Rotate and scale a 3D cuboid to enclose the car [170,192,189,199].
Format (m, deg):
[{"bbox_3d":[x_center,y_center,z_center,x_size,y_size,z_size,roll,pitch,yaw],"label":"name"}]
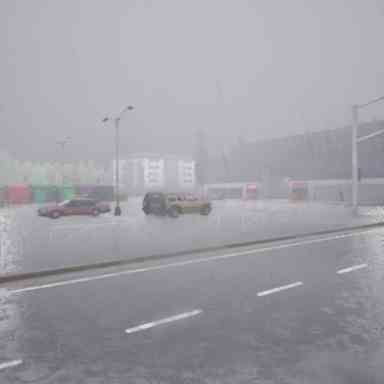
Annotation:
[{"bbox_3d":[-2.755,0.837,72.669,1.812,1.442,4.674,-1,1,-34],"label":"car"}]

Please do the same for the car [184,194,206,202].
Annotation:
[{"bbox_3d":[0.506,1.053,61.612,1.895,1.301,4.718,-1,1,-33],"label":"car"}]

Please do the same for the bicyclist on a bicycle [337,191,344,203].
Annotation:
[{"bbox_3d":[20.498,0.650,45.844,1.656,1.620,0.582,-1,1,-34],"label":"bicyclist on a bicycle"}]

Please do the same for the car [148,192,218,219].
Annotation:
[{"bbox_3d":[-0.615,0.942,24.987,4.605,1.855,1.932,-1,1,-35],"label":"car"}]

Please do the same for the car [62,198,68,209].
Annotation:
[{"bbox_3d":[-15.275,1.181,45.745,3.806,1.475,1.970,-1,1,-35],"label":"car"}]

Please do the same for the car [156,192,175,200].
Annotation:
[{"bbox_3d":[-5.662,0.843,70.719,1.882,1.535,5.008,-1,1,-34],"label":"car"}]

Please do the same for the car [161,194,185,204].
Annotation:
[{"bbox_3d":[-3.104,1.126,54.203,1.994,1.385,4.181,-1,1,-34],"label":"car"}]

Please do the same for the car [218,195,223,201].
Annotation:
[{"bbox_3d":[3.678,0.948,63.152,2.033,1.411,5.357,-1,1,-33],"label":"car"}]

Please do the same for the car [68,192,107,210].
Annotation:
[{"bbox_3d":[-13.613,0.942,43.374,3.866,1.878,1.905,-1,1,-35],"label":"car"}]

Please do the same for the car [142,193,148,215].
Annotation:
[{"bbox_3d":[-2.243,0.944,27.380,3.866,1.878,1.905,-1,1,-35],"label":"car"}]
